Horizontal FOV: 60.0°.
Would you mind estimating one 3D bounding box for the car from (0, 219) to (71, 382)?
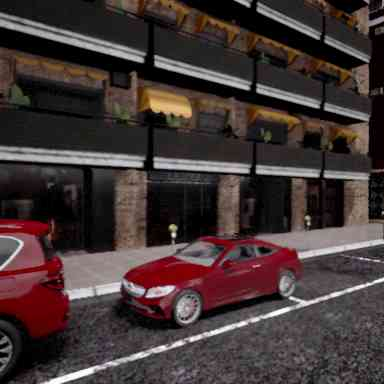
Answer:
[{"bbox_3d":[-3.980,1.311,3.718,5.009,1.841,2.192,0,0,-35],"label":"car"}]

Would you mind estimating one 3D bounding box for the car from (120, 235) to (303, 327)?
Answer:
[{"bbox_3d":[0.607,1.597,6.991,4.206,1.307,1.802,0,0,-35],"label":"car"}]
